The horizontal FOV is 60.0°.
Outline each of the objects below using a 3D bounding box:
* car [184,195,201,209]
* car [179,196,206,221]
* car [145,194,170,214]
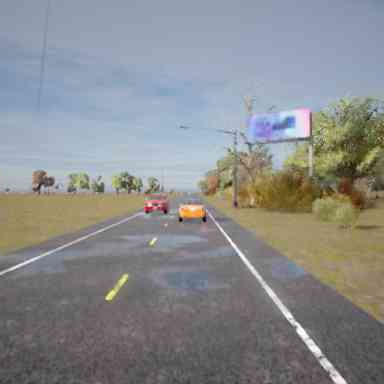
[{"bbox_3d":[0.078,1.313,44.038,2.097,1.767,4.553,0,0,0],"label":"car"},{"bbox_3d":[0.062,1.328,26.948,2.097,1.767,4.553,0,0,0],"label":"car"},{"bbox_3d":[-3.530,1.196,34.644,2.150,2.045,5.566,0,0,0],"label":"car"}]
